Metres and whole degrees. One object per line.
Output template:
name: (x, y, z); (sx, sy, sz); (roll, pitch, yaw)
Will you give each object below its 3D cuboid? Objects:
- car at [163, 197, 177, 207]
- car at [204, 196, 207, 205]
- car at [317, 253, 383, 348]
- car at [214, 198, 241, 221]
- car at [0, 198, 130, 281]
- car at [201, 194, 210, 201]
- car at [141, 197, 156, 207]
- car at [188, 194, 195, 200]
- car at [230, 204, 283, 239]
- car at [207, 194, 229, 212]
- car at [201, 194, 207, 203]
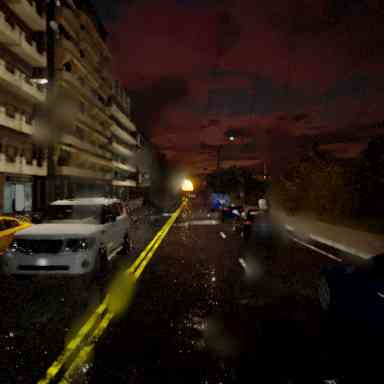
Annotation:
car: (-3.332, 1.504, 50.405); (2.128, 1.511, 4.902); (0, 0, 0)
car: (3.246, 1.578, 49.365); (1.994, 1.385, 4.181); (0, 0, 0)
car: (3.352, 1.525, 4.619); (1.812, 1.442, 4.674); (0, 0, 0)
car: (3.248, 1.508, 27.394); (2.163, 1.488, 4.792); (0, 0, 0)
car: (-3.352, 1.221, 10.217); (2.150, 2.045, 5.566); (0, 0, 0)
car: (3.243, 1.389, 82.337); (2.097, 1.767, 4.553); (0, 0, 0)
car: (-6.579, 1.517, 50.699); (1.837, 1.490, 4.892); (0, 0, 0)
car: (-0.008, 1.531, 90.195); (1.895, 1.301, 4.718); (0, 0, 0)
car: (3.344, 1.565, 17.398); (1.994, 1.385, 4.181); (0, 0, 0)
car: (3.247, 1.229, 38.395); (2.150, 2.045, 5.566); (0, 0, 0)
car: (3.245, 1.584, 60.366); (1.994, 1.385, 4.181); (0, 0, 0)
